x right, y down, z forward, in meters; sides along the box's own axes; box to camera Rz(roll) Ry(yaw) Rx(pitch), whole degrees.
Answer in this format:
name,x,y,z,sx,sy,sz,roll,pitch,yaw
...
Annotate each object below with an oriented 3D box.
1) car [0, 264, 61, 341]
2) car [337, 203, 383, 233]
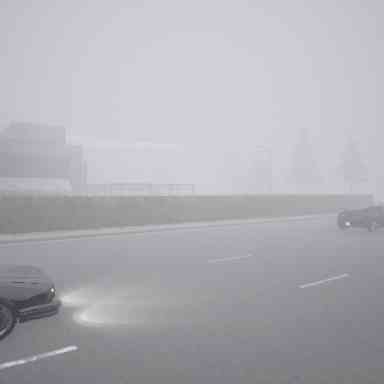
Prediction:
name,x,y,z,sx,sy,sz,roll,pitch,yaw
car,-4.792,1.547,4.628,5.357,1.411,2.033,0,0,-35
car,10.634,1.504,19.915,4.892,1.490,1.837,0,0,-35
